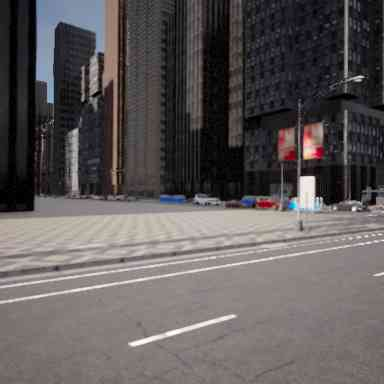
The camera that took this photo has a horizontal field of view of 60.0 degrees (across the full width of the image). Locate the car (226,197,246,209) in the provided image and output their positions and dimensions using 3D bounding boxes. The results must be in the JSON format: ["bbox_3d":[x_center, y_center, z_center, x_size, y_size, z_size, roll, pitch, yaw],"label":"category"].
[{"bbox_3d":[6.529,1.748,47.119,1.802,1.307,4.206,1,0,-36],"label":"car"}]

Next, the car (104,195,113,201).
[{"bbox_3d":[-19.757,1.689,83.949,1.752,1.417,4.829,1,0,-36],"label":"car"}]

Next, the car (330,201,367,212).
[{"bbox_3d":[20.064,1.802,42.830,2.008,1.369,4.403,1,0,-36],"label":"car"}]

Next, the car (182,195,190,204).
[{"bbox_3d":[0.274,1.822,70.557,1.802,1.307,4.206,1,0,-36],"label":"car"}]

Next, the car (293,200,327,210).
[{"bbox_3d":[16.765,1.829,47.451,1.802,1.307,4.206,1,0,-36],"label":"car"}]

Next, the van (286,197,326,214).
[{"bbox_3d":[13.128,1.514,37.878,1.690,1.788,3.998,1,0,-36],"label":"van"}]

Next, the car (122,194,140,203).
[{"bbox_3d":[-13.260,1.714,74.845,2.008,1.369,4.403,1,0,-36],"label":"car"}]

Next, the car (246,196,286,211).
[{"bbox_3d":[9.830,1.484,42.499,2.192,1.841,5.009,1,0,-36],"label":"car"}]

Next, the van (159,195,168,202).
[{"bbox_3d":[-6.321,1.582,79.801,1.690,1.788,3.998,1,0,-36],"label":"van"}]

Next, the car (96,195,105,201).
[{"bbox_3d":[-23.154,1.730,88.709,1.947,1.339,4.313,1,0,-36],"label":"car"}]

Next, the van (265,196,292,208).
[{"bbox_3d":[13.469,1.585,52.074,1.690,1.788,3.998,1,0,-36],"label":"van"}]

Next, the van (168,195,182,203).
[{"bbox_3d":[-3.023,1.581,75.180,1.690,1.788,3.998,1,0,-36],"label":"van"}]

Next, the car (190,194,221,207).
[{"bbox_3d":[2.611,1.408,57.261,2.150,2.045,5.566,1,0,-35],"label":"car"}]

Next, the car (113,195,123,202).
[{"bbox_3d":[-16.557,1.603,79.467,1.967,1.590,4.097,1,0,-36],"label":"car"}]
